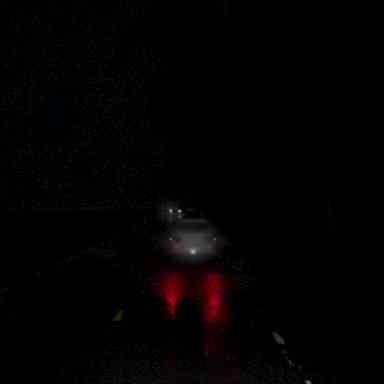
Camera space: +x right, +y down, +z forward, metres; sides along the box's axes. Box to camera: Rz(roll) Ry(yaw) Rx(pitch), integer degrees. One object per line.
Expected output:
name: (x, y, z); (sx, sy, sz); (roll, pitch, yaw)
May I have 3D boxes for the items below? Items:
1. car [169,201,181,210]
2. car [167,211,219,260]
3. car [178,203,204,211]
car: (-2.788, 2.327, 57.713); (1.812, 1.442, 4.674); (0, -1, 0)
car: (0.049, 1.699, 13.026); (1.812, 1.442, 4.674); (0, -1, 0)
car: (0.052, 1.899, 27.968); (1.812, 1.442, 4.674); (0, -1, 0)
